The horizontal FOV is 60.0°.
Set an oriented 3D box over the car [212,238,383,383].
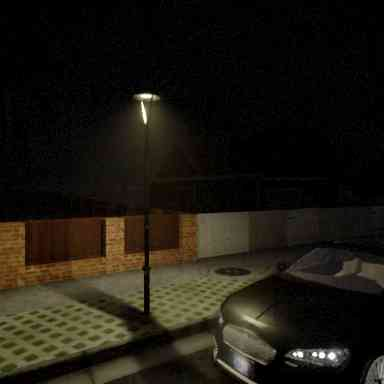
[{"bbox_3d":[2.510,1.489,4.797,4.902,1.511,2.128,0,0,-35],"label":"car"}]
